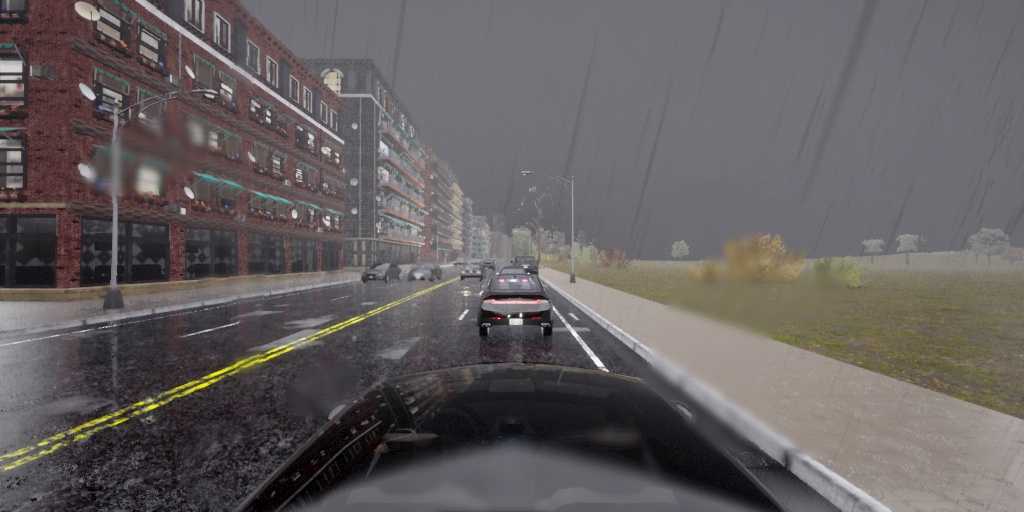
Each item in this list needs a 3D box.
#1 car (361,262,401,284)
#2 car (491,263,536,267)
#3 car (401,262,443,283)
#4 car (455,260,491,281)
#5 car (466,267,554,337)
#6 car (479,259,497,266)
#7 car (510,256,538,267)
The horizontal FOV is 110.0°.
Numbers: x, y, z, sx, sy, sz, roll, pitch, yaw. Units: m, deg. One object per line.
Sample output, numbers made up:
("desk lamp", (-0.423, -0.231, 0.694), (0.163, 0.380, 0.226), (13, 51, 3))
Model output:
("car", (-9.908, 1.258, 27.582), (1.837, 1.490, 4.892), (0, 0, 0))
("car", (0.062, 1.301, 20.794), (2.033, 1.411, 5.357), (0, 0, 0))
("car", (-6.659, 1.245, 27.861), (2.128, 1.511, 4.902), (0, 0, 0))
("car", (-3.212, 1.301, 30.441), (2.033, 1.411, 5.357), (0, 0, 0))
("car", (0.082, 1.243, 10.354), (2.128, 1.511, 4.902), (0, 0, 0))
("car", (-3.257, 1.258, 50.303), (1.837, 1.490, 4.892), (0, 0, 0))
("car", (1.073, 0.979, 31.007), (2.150, 2.045, 5.566), (0, 0, 0))
